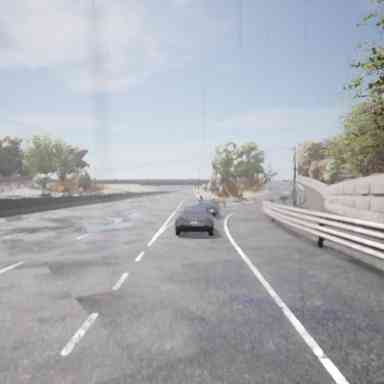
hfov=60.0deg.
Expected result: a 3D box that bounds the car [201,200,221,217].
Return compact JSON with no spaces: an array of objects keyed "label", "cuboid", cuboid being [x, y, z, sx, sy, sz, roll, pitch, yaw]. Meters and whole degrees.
[{"label":"car","cuboid":[1.377,1.390,28.404,1.994,1.385,4.181,0,0,10]}]

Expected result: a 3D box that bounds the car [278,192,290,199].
[{"label":"car","cuboid":[22.835,1.244,83.359,1.882,1.535,5.008,0,3,20]}]

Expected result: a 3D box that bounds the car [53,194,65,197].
[{"label":"car","cuboid":[-27.991,1.082,70.594,2.033,1.411,5.357,0,0,0]}]

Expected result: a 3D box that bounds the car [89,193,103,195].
[{"label":"car","cuboid":[-24.489,0.950,86.843,1.837,1.490,4.892,0,0,0]}]

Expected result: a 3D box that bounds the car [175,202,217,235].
[{"label":"car","cuboid":[0.221,1.444,18.077,1.994,1.385,4.181,0,0,3]}]

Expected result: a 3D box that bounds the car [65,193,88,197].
[{"label":"car","cuboid":[-24.491,1.082,70.593,2.033,1.411,5.357,0,0,0]}]
